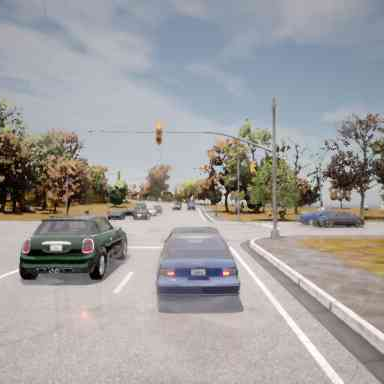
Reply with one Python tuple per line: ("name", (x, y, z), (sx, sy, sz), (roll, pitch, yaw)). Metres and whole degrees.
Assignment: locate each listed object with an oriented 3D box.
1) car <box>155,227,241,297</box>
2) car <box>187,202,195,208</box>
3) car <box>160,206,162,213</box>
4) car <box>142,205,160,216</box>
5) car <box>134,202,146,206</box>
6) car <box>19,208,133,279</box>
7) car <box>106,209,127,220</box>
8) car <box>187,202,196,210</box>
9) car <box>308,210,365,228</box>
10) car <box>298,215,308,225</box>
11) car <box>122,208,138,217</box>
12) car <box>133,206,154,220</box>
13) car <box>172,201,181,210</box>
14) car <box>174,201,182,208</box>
("car", (0.077, 1.647, 8.925), (2.033, 1.411, 5.357), (0, -1, -1))
("car", (-0.248, 3.314, 87.985), (1.994, 1.385, 4.181), (0, 0, -3))
("car", (-7.131, 3.494, 68.010), (1.837, 1.490, 4.892), (0, 0, 0))
("car", (-7.180, 3.438, 57.720), (1.812, 1.442, 4.674), (0, -1, 0))
("car", (-10.620, 3.211, 68.270), (2.150, 2.045, 5.566), (0, 0, 0))
("car", (-3.434, 1.487, 10.543), (2.097, 1.767, 4.553), (0, -1, 0))
("car", (-10.715, 3.213, 47.636), (2.033, 1.411, 5.357), (0, -2, -3))
("car", (-0.135, 3.474, 77.803), (1.812, 1.442, 4.674), (0, 0, 0))
("car", (13.023, 2.453, 29.657), (4.181, 1.385, 1.994), (0, -3, -2))
("car", (13.190, 2.528, 33.151), (5.008, 1.535, 1.882), (0, -3, -1))
("car", (-10.683, 3.510, 57.512), (1.895, 1.301, 4.718), (0, -1, 0))
("car", (-7.173, 3.163, 47.829), (2.128, 1.511, 4.902), (0, -2, 1))
("car", (-3.636, 3.546, 77.862), (1.895, 1.301, 4.718), (0, 0, 0))
("car", (-3.747, 3.257, 87.894), (1.837, 1.490, 4.892), (0, 0, -3))
